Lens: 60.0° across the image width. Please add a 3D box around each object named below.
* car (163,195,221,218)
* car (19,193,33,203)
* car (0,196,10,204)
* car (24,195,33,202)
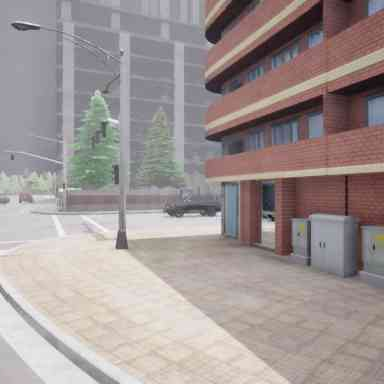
[{"bbox_3d":[0.088,1.277,31.288,5.566,2.045,2.150,0,0,-23],"label":"car"},{"bbox_3d":[-34.743,1.225,69.363,2.150,2.045,5.566,0,0,-23],"label":"car"},{"bbox_3d":[-36.046,1.520,63.530,2.128,1.511,4.902,0,0,-23],"label":"car"},{"bbox_3d":[-38.892,1.524,79.102,1.812,1.442,4.674,0,0,-23],"label":"car"}]
